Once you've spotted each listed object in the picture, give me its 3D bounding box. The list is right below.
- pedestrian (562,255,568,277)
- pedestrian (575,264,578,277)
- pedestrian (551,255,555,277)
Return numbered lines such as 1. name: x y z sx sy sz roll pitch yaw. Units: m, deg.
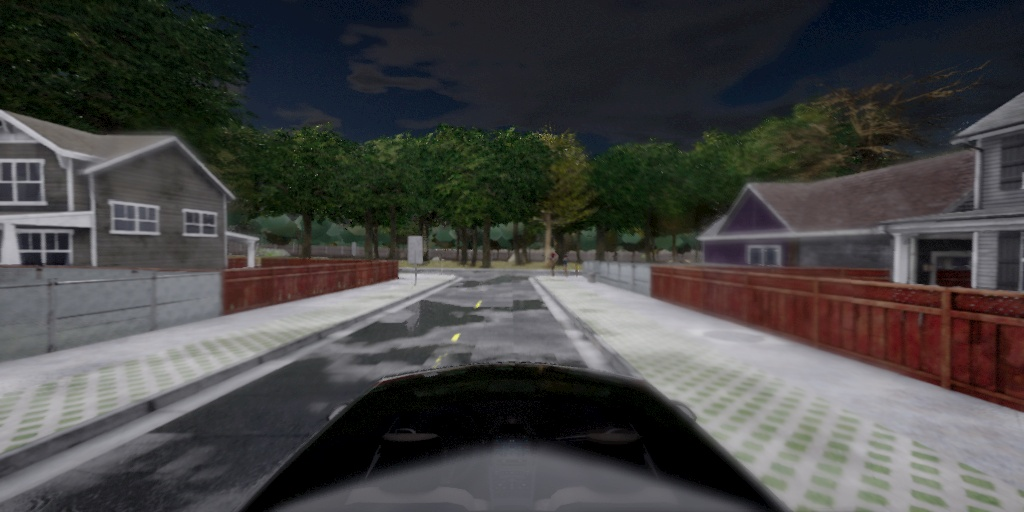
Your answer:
1. pedestrian: 4.488 0.841 29.975 0.375 1.860 0.375 -1 1 0
2. pedestrian: 5.521 1.221 30.585 0.500 1.100 0.500 -1 1 0
3. pedestrian: 3.521 0.850 31.176 0.375 1.860 0.375 -1 1 0
